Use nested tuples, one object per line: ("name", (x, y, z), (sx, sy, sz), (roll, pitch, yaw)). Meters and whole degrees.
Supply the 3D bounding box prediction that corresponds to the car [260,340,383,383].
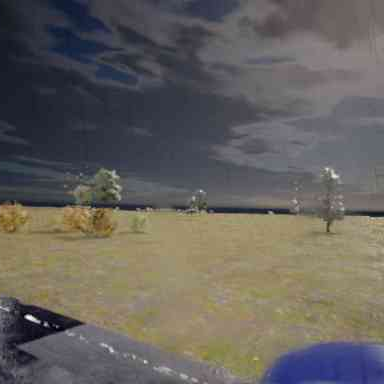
("car", (2.681, 1.695, 1.995), (4.674, 1.442, 1.812), (-1, -3, 35))
